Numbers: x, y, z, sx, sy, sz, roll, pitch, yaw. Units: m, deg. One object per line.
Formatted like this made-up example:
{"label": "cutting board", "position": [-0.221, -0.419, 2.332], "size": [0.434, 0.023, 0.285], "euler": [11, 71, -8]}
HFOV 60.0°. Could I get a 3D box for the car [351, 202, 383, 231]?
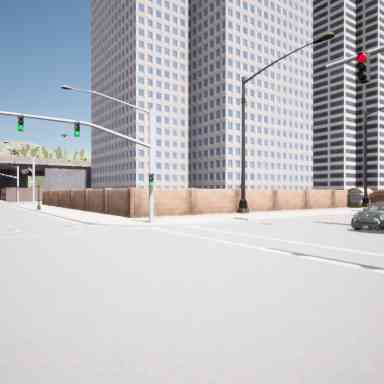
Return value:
{"label": "car", "position": [11.373, 1.352, 19.545], "size": [4.553, 1.767, 2.097], "euler": [0, 0, -35]}
